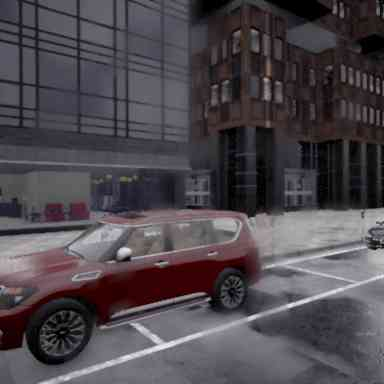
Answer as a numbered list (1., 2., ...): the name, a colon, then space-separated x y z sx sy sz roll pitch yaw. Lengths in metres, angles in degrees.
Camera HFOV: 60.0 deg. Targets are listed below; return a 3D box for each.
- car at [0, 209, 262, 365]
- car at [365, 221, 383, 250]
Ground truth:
1. car: -0.911 1.296 5.997 5.009 1.841 2.192 -1 0 -35
2. car: 8.224 1.450 12.512 4.403 1.369 2.008 -1 0 -35
